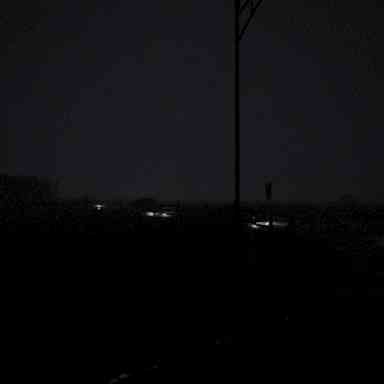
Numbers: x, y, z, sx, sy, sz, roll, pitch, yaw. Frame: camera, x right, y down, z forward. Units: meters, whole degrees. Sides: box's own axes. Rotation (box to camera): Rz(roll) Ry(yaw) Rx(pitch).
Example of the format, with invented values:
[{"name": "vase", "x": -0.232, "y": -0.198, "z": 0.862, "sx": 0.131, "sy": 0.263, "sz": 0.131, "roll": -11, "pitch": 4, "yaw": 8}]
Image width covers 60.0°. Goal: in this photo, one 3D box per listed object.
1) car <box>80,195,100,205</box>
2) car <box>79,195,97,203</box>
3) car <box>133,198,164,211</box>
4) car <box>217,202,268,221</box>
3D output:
[{"name": "car", "x": -16.889, "y": 1.460, "z": 54.982, "sx": 1.895, "sy": 1.301, "sz": 4.718, "roll": -1, "pitch": 1, "yaw": -36}, {"name": "car", "x": -20.983, "y": 1.293, "z": 66.908, "sx": 2.128, "sy": 1.511, "sz": 4.902, "roll": -1, "pitch": 1, "yaw": -36}, {"name": "car", "x": -4.994, "y": 1.379, "z": 38.149, "sx": 1.882, "sy": 1.535, "sz": 5.008, "roll": -1, "pitch": 1, "yaw": -35}, {"name": "car", "x": 3.836, "y": 1.510, "z": 25.761, "sx": 1.994, "sy": 1.385, "sz": 4.181, "roll": -1, "pitch": 1, "yaw": -36}]
